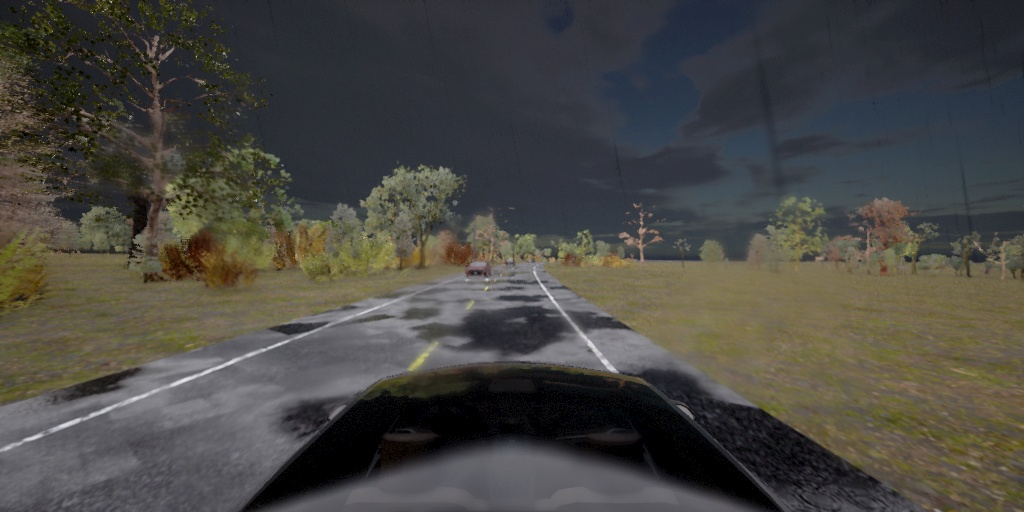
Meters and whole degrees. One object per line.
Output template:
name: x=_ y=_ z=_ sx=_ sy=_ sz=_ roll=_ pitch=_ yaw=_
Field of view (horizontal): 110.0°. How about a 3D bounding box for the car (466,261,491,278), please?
car: x=-3.029 y=1.202 z=33.203 sx=1.882 sy=1.535 sz=5.008 roll=0 pitch=0 yaw=2
